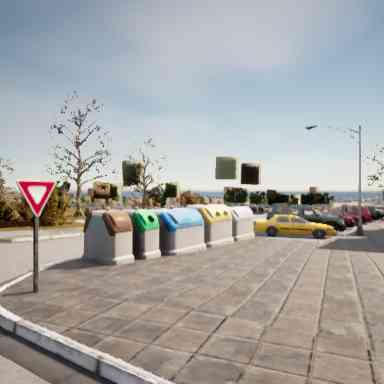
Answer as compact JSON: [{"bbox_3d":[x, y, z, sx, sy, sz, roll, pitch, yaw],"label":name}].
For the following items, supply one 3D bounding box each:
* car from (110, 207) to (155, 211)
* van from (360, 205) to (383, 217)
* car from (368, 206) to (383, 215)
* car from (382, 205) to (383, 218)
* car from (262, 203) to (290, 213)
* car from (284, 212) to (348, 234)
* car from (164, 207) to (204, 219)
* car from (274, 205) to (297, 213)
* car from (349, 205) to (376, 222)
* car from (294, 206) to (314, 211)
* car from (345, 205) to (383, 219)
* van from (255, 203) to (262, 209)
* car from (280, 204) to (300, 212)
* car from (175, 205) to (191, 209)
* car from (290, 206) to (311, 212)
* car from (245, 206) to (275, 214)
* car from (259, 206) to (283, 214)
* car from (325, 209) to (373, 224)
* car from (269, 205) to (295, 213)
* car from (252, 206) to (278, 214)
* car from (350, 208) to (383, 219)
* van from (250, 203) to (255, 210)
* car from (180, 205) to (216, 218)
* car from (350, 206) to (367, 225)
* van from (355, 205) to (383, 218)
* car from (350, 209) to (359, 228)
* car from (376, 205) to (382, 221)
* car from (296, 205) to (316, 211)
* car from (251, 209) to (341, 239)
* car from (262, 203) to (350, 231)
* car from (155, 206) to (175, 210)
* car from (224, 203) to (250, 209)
[{"bbox_3d":[-6.859,2.346,34.800,4.892,1.521,2.231,0,-2,15],"label":"car"},{"bbox_3d":[33.952,3.493,61.950,4.442,1.987,1.878,1,-1,14],"label":"van"},{"bbox_3d":[40.810,3.959,71.918,4.553,1.767,2.185,1,-1,13],"label":"car"},{"bbox_3d":[23.830,2.925,47.089,5.566,2.045,2.435,1,-1,15],"label":"car"},{"bbox_3d":[17.778,3.415,70.419,5.566,2.045,2.435,0,-2,15],"label":"car"},{"bbox_3d":[10.049,2.483,27.326,4.674,1.452,2.002,1,-1,15],"label":"car"},{"bbox_3d":[-1.025,2.686,43.153,4.792,1.488,2.163,0,-2,15],"label":"car"},{"bbox_3d":[21.164,3.848,75.305,4.892,1.521,2.231,0,-2,14],"label":"car"},{"bbox_3d":[16.924,2.559,37.215,5.566,2.045,2.435,1,-1,15],"label":"car"},{"bbox_3d":[29.371,4.330,87.657,4.792,1.488,2.163,0,-2,13],"label":"car"},{"bbox_3d":[27.250,3.107,52.025,5.566,2.045,2.435,1,-1,15],"label":"car"},{"bbox_3d":[9.462,2.987,58.153,4.442,1.987,1.878,0,-2,15],"label":"van"},{"bbox_3d":[22.852,3.813,77.761,4.553,1.767,2.185,0,-2,14],"label":"car"},{"bbox_3d":[-3.167,2.550,40.412,5.366,1.575,1.946,0,-2,15],"label":"car"},{"bbox_3d":[27.697,4.240,85.176,4.792,1.488,2.163,0,-2,13],"label":"car"},{"bbox_3d":[12.913,3.391,63.021,5.366,1.575,1.946,0,-2,15],"label":"car"},{"bbox_3d":[16.144,3.605,67.956,4.792,1.488,2.163,0,-2,15],"label":"car"},{"bbox_3d":[18.630,2.931,39.682,4.792,1.488,2.163,1,-1,15],"label":"car"},{"bbox_3d":[19.667,3.754,72.815,5.366,1.575,1.946,0,-2,14],"label":"car"},{"bbox_3d":[14.394,3.514,65.516,4.792,1.488,2.163,0,-2,15],"label":"car"},{"bbox_3d":[28.929,3.449,54.491,5.008,1.535,2.097,1,-1,15],"label":"car"},{"bbox_3d":[7.771,2.896,55.704,4.442,1.987,1.878,0,-2,15],"label":"van"},{"bbox_3d":[0.851,2.634,45.956,4.553,1.767,2.185,0,-2,15],"label":"car"},{"bbox_3d":[15.203,2.594,34.758,4.553,1.767,2.185,1,-1,15],"label":"car"},{"bbox_3d":[30.531,3.311,56.993,4.442,1.987,1.878,1,-1,15],"label":"van"},{"bbox_3d":[11.785,2.538,29.803,5.008,1.535,2.097,1,-1,15],"label":"car"},{"bbox_3d":[20.350,2.741,42.154,5.566,2.045,2.435,1,-1,15],"label":"car"},{"bbox_3d":[30.937,4.391,90.151,5.008,1.535,2.097,0,-2,13],"label":"car"},{"bbox_3d":[6.772,2.238,22.332,5.366,1.575,1.946,2,-2,15],"label":"car"},{"bbox_3d":[8.358,2.093,24.860,5.566,2.045,2.435,1,-1,15],"label":"car"},{"bbox_3d":[-4.915,2.451,37.581,4.892,1.521,2.231,0,-2,15],"label":"car"},{"bbox_3d":[5.935,2.780,53.291,5.566,2.045,2.435,0,-2,15],"label":"car"}]
